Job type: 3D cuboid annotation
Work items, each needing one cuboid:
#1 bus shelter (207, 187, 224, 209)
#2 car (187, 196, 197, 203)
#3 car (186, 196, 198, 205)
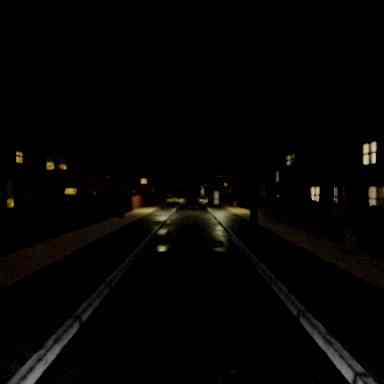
[{"bbox_3d":[3.017,0.690,43.492,1.920,2.740,3.880,1,1,0],"label":"bus shelter"},{"bbox_3d":[-0.008,1.371,65.656,1.895,1.301,4.718,0,0,0],"label":"car"},{"bbox_3d":[-0.005,1.393,52.287,1.895,1.301,4.718,0,0,0],"label":"car"}]
